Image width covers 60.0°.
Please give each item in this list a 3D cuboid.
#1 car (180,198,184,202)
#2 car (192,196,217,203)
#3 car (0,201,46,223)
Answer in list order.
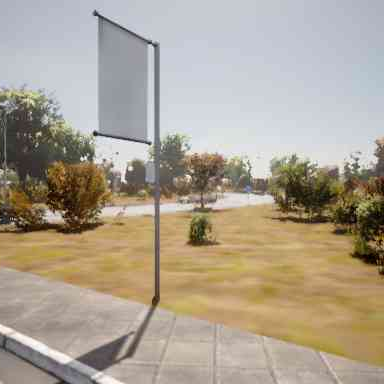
[{"bbox_3d":[-0.332,1.282,59.050,1.812,1.442,4.674,0,1,37],"label":"car"},{"bbox_3d":[2.461,1.322,56.941,1.994,1.385,4.181,0,1,37],"label":"car"},{"bbox_3d":[-13.704,1.421,25.471,1.837,1.490,4.892,0,0,39],"label":"car"}]
